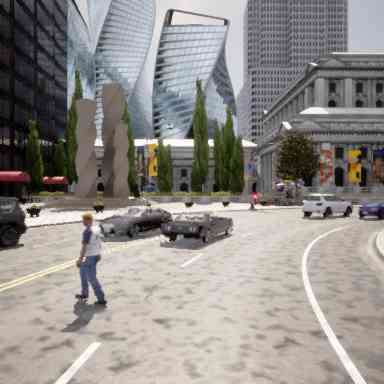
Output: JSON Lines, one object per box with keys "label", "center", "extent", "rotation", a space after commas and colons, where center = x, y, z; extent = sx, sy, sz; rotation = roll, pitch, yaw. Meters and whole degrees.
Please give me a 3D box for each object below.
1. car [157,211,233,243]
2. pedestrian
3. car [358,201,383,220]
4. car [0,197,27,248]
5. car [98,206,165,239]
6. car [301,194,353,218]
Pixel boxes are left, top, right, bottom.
{"label": "car", "center": [0.463, 1.601, 16.114], "extent": [1.895, 1.301, 4.718], "rotation": [0, 0, 25]}
{"label": "pedestrian", "center": [-1.983, 1.294, 6.602], "extent": [0.375, 1.860, 0.375], "rotation": [0, 0, 11]}
{"label": "car", "center": [16.075, 1.525, 28.405], "extent": [4.674, 1.442, 1.812], "rotation": [0, 0, -33]}
{"label": "car", "center": [-8.690, 1.221, 12.117], "extent": [2.150, 2.045, 5.566], "rotation": [0, 0, 17]}
{"label": "car", "center": [-2.837, 1.491, 17.495], "extent": [2.128, 1.511, 4.902], "rotation": [0, 0, 26]}
{"label": "car", "center": [12.299, 1.218, 30.216], "extent": [5.566, 2.045, 2.150], "rotation": [1, -1, -36]}
